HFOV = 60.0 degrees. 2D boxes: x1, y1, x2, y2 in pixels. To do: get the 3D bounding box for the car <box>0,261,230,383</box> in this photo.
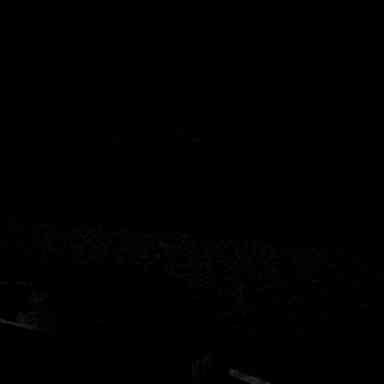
[{"bbox_3d":[-1.604,1.566,4.109,4.313,1.339,1.947,0,0,36],"label":"car"}]
